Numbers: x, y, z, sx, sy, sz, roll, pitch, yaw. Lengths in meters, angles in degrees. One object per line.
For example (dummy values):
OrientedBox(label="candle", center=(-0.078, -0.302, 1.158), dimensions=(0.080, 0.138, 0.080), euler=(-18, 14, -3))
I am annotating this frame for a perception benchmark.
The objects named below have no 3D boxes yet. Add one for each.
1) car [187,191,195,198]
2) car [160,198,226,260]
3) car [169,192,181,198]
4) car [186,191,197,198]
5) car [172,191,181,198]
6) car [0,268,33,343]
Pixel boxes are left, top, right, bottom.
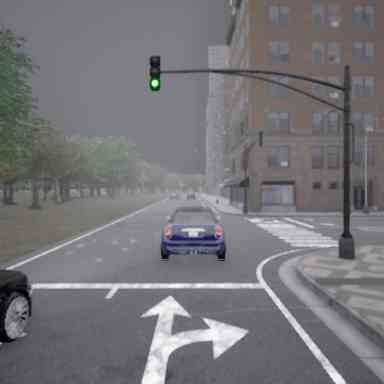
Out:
OrientedBox(label="car", center=(-0.151, 0.495, 77.992), dimensions=(1.812, 1.442, 4.674), euler=(0, 1, 0))
OrientedBox(label="car", center=(0.050, 1.295, 12.373), dimensions=(2.097, 1.767, 4.553), euler=(0, 0, 0))
OrientedBox(label="car", center=(-3.631, 0.856, 67.571), dimensions=(2.033, 1.411, 5.357), euler=(0, 1, 0))
OrientedBox(label="car", center=(-0.130, 0.812, 67.577), dimensions=(1.837, 1.490, 4.892), euler=(0, 1, 0))
OrientedBox(label="car", center=(-3.651, 0.565, 78.017), dimensions=(1.895, 1.301, 4.718), euler=(0, 1, 0))
OrientedBox(label="car", center=(-3.507, 1.482, 3.512), dimensions=(2.128, 1.511, 4.902), euler=(0, 0, 0))
